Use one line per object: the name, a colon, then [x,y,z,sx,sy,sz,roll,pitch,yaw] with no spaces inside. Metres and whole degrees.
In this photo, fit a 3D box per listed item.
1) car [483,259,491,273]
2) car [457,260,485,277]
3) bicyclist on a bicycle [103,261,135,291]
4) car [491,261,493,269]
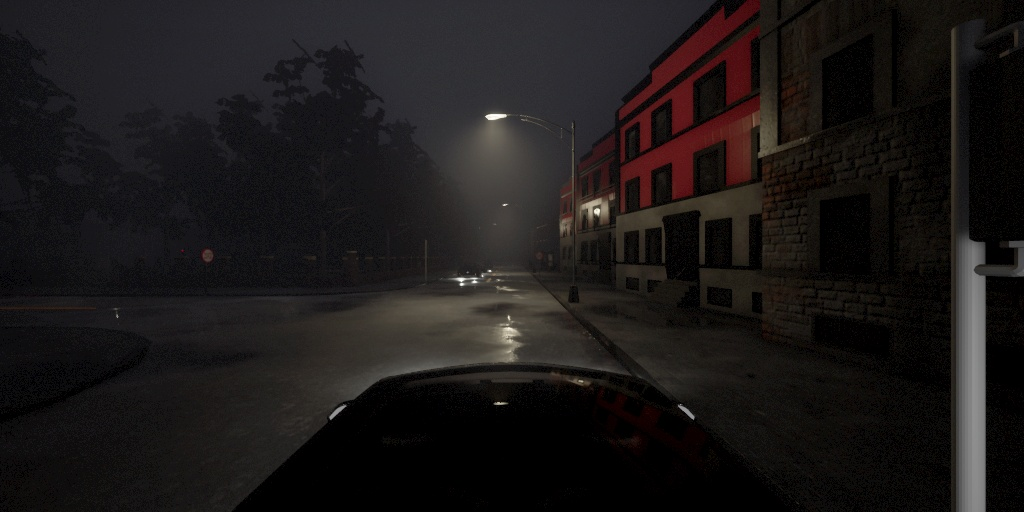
car: [-4.017,1.297,43.939,2.033,1.411,5.357,0,0,0]
car: [-4.036,1.314,34.647,1.994,1.385,4.181,0,0,0]
bicyclist on a bicycle: [-21.814,1.099,19.925,0.582,1.620,1.656,0,0,0]
car: [-3.971,1.228,54.351,1.882,1.535,5.008,0,0,0]
